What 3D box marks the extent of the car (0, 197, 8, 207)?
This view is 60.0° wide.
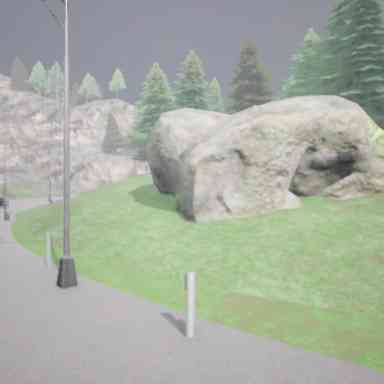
[{"bbox_3d":[-21.996,1.025,36.644,1.994,1.385,4.181,0,2,-8],"label":"car"}]
